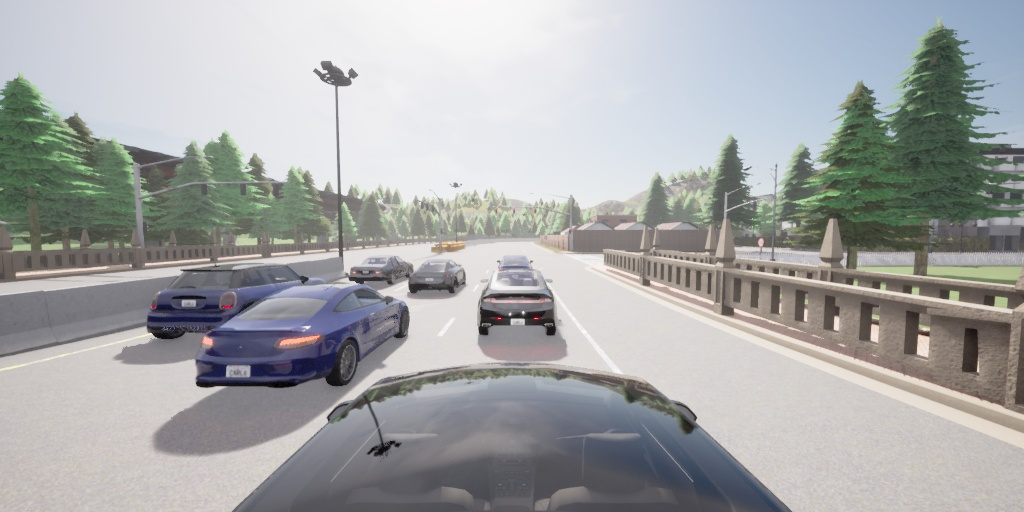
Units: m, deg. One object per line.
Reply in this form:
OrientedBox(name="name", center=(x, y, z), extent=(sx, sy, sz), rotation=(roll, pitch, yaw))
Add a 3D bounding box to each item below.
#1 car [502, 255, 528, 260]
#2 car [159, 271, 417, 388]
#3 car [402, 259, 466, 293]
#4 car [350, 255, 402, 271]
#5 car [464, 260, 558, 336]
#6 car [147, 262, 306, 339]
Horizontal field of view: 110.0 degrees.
OrientedBox(name="car", center=(0.166, 0.657, 18.924), extent=(1.812, 1.442, 4.674), rotation=(0, 3, 0))
OrientedBox(name="car", center=(-3.379, 1.214, 6.738), extent=(1.812, 1.442, 4.674), rotation=(0, 1, 0))
OrientedBox(name="car", center=(-3.346, 0.823, 16.650), extent=(1.994, 1.385, 4.181), rotation=(0, 3, 1))
OrientedBox(name="car", center=(-6.832, 0.659, 19.270), extent=(2.033, 1.411, 5.357), rotation=(0, 3, 0))
OrientedBox(name="car", center=(0.131, 1.082, 9.924), extent=(2.128, 1.511, 4.902), rotation=(0, 2, 0))
OrientedBox(name="car", center=(-6.868, 0.952, 9.757), extent=(2.097, 1.767, 4.553), rotation=(0, 2, 0))
